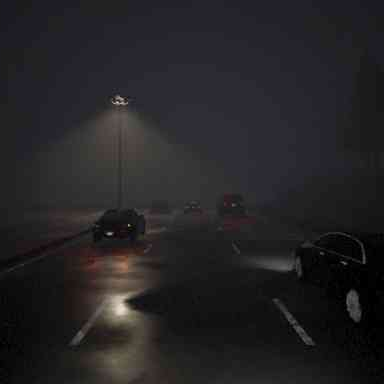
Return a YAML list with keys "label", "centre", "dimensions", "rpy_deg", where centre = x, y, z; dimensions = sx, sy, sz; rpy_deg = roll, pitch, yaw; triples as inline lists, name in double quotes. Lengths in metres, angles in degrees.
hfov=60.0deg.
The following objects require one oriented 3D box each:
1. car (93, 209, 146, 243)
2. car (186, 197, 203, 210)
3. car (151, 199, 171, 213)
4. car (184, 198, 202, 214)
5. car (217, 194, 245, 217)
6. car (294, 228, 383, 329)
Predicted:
- label: "car"
  centre: [-3.400, 1.526, 16.046]
  dimensions: [1.812, 1.442, 4.674]
  rpy_deg: [0, 0, 0]
- label: "car"
  centre: [0.364, 1.492, 44.563]
  dimensions: [2.128, 1.511, 4.902]
  rpy_deg: [0, 0, 3]
- label: "car"
  centre: [-3.377, 1.478, 36.754]
  dimensions: [1.882, 1.535, 5.008]
  rpy_deg: [0, 0, 0]
- label: "car"
  centre: [0.107, 1.547, 34.818]
  dimensions: [2.033, 1.411, 5.357]
  rpy_deg: [0, 0, 0]
- label: "car"
  centre: [3.602, 1.222, 31.386]
  dimensions: [2.150, 2.045, 5.566]
  rpy_deg: [0, 0, 0]
- label: "car"
  centre: [3.599, 1.505, 6.910]
  dimensions: [1.837, 1.490, 4.892]
  rpy_deg: [0, 0, 0]
